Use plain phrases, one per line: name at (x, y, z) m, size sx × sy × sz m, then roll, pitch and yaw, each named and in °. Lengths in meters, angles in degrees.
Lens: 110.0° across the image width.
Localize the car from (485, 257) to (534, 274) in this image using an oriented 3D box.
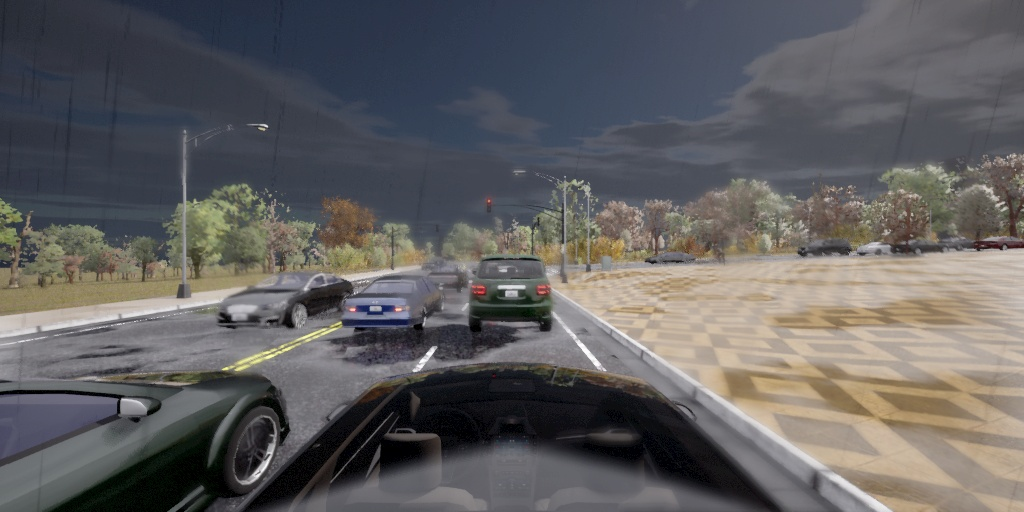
car at (-0.263, 1.023, 38.628) m, size 4.892 × 1.490 × 1.837 m, roll -2°, pitch -2°, yaw -24°

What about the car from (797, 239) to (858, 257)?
car at (37.009, -0.951, 42.500) m, size 5.566 × 2.045 × 2.150 m, roll -2°, pitch 0°, yaw -5°

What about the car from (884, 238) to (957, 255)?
car at (41.236, -0.878, 36.259) m, size 5.008 × 1.535 × 1.882 m, roll -3°, pitch 0°, yaw -5°

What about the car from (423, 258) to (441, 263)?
car at (-12.545, 1.406, 54.776) m, size 1.994 × 1.385 × 4.181 m, roll 0°, pitch 0°, yaw -5°

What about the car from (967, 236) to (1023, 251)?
car at (51.155, -1.315, 37.393) m, size 5.008 × 1.535 × 1.882 m, roll -3°, pitch 0°, yaw -7°

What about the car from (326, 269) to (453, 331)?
car at (-3.311, 1.303, 11.049) m, size 2.033 × 1.411 × 5.357 m, roll 0°, pitch 0°, yaw -1°

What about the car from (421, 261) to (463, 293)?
car at (-3.624, 1.257, 20.795) m, size 2.128 × 1.511 × 4.902 m, roll 0°, pitch 0°, yaw 0°

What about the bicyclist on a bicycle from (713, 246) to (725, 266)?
bicyclist on a bicycle at (17.399, 0.004, 30.152) m, size 0.582 × 1.620 × 1.656 m, roll -2°, pitch 0°, yaw -3°

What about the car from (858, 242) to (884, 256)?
car at (40.574, -0.804, 39.458) m, size 4.674 × 1.442 × 1.812 m, roll -3°, pitch 0°, yaw -6°

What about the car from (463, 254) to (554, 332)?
car at (-0.063, 0.977, 11.047) m, size 2.150 × 2.045 × 5.566 m, roll 0°, pitch 0°, yaw -1°

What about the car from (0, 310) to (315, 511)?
car at (-3.173, 1.314, 1.827) m, size 1.994 × 1.385 × 4.181 m, roll 0°, pitch 0°, yaw 0°

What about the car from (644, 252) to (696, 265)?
car at (18.087, 0.230, 41.105) m, size 5.357 × 1.411 × 2.033 m, roll -3°, pitch 0°, yaw -3°

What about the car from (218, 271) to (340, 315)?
car at (-6.721, 1.247, 11.264) m, size 2.128 × 1.511 × 4.902 m, roll 0°, pitch 0°, yaw -1°
